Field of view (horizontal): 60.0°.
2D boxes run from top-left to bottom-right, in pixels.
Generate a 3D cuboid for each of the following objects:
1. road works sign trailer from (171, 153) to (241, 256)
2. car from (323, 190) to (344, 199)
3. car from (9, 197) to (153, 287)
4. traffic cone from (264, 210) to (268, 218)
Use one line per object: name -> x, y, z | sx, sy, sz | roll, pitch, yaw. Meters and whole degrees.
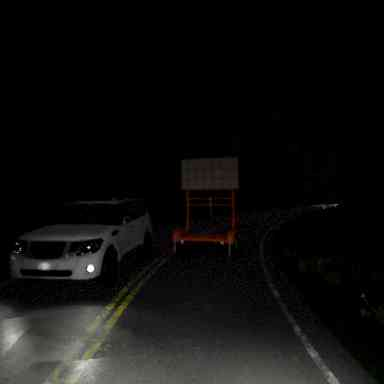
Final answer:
road works sign trailer -> 0.744, 0.360, 12.853 | 2.380, 3.560, 2.880 | -1, 1, 19
car -> 19.038, 0.475, 44.652 | 1.812, 1.442, 4.674 | -4, -1, 40
car -> -2.708, 1.183, 9.664 | 2.150, 2.045, 5.566 | -1, 0, 8
traffic cone -> 5.555, 1.671, 25.039 | 0.340, 0.580, 0.340 | -3, 0, 19
